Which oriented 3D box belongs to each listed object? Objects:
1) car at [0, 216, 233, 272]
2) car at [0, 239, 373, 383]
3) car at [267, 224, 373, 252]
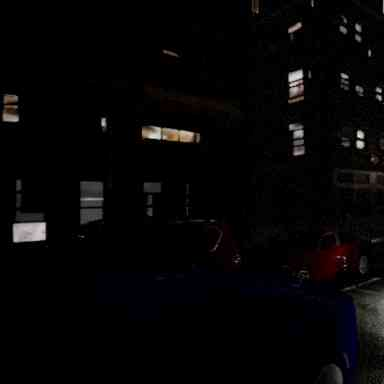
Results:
[{"bbox_3d":[-1.313,1.419,5.612,5.009,1.841,2.192,0,0,-37],"label":"car"},{"bbox_3d":[-0.415,1.534,3.064,5.008,1.535,1.882,0,-1,-37],"label":"car"},{"bbox_3d":[3.144,1.614,8.957,4.507,1.381,1.887,0,0,-37],"label":"car"}]
